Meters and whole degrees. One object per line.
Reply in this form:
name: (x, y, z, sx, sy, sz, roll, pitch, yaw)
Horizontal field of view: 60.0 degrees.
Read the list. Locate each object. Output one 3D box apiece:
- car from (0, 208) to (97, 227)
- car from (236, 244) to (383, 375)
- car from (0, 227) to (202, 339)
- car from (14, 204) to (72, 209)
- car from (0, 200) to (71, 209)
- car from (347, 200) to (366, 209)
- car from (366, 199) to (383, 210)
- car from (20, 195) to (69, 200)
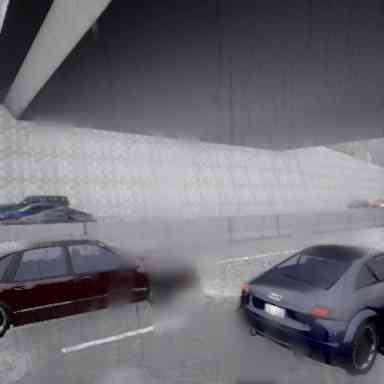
car: (-7.151, 1.630, 16.085, 4.718, 1.301, 1.895, 1, 0, -35)
car: (2.762, 1.612, 5.711, 4.181, 1.385, 1.994, 1, 0, -35)
car: (-2.416, 1.561, 6.321, 5.357, 1.411, 2.033, 1, 0, -35)
car: (-7.938, 1.606, 19.821, 4.181, 1.385, 1.994, 1, 0, -35)
car: (-10.388, 1.515, 22.373, 5.008, 1.535, 1.882, 1, 0, -35)
car: (26.636, 1.976, 52.947, 4.892, 1.490, 1.837, 1, -1, -35)
car: (28.772, 1.812, 50.170, 4.553, 1.767, 2.097, 0, 0, -35)
car: (-12.087, 1.262, 25.460, 5.566, 2.045, 2.150, 1, 0, -35)
